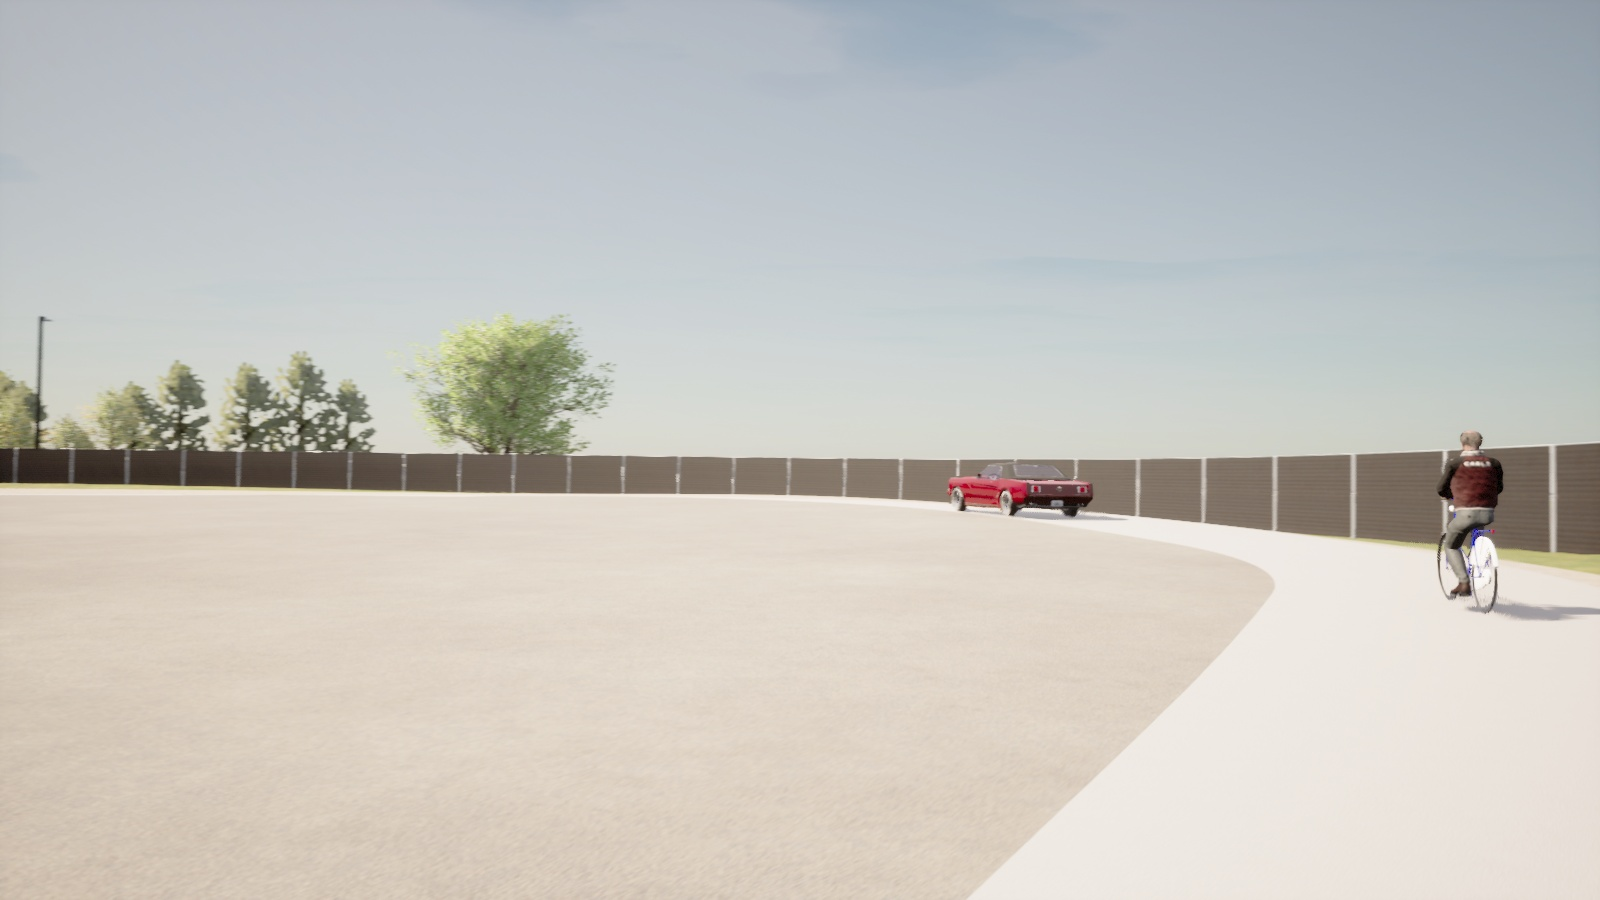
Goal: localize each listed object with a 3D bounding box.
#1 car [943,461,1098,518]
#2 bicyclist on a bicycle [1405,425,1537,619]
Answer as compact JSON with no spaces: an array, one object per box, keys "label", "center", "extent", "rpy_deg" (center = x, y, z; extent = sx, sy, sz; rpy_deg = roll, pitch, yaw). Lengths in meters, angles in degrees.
[{"label":"car","center":[5.418,0.951,31.500],"extent":[1.895,1.301,4.718],"rpy_deg":[1,-1,-17]},{"label":"bicyclist on a bicycle","center":[6.614,0.664,12.466],"extent":[0.659,1.776,1.843],"rpy_deg":[0,0,12]}]
